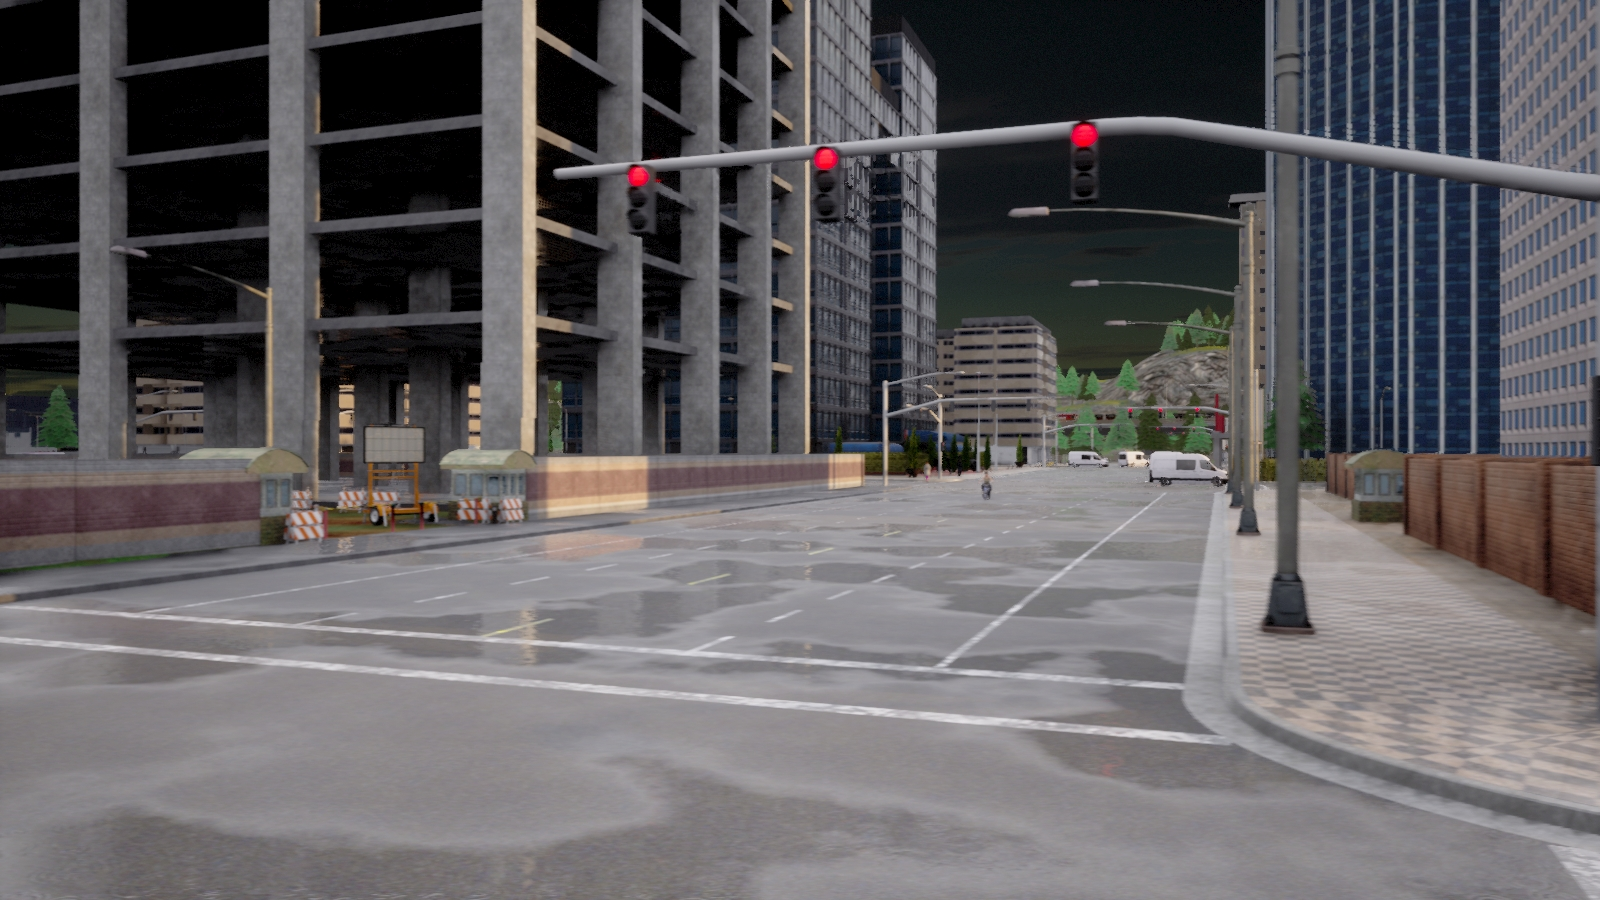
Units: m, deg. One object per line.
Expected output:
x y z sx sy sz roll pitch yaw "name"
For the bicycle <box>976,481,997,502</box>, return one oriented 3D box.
10.223 2.257 62.699 0.859 1.080 1.487 0 0 21 "bicycle"
